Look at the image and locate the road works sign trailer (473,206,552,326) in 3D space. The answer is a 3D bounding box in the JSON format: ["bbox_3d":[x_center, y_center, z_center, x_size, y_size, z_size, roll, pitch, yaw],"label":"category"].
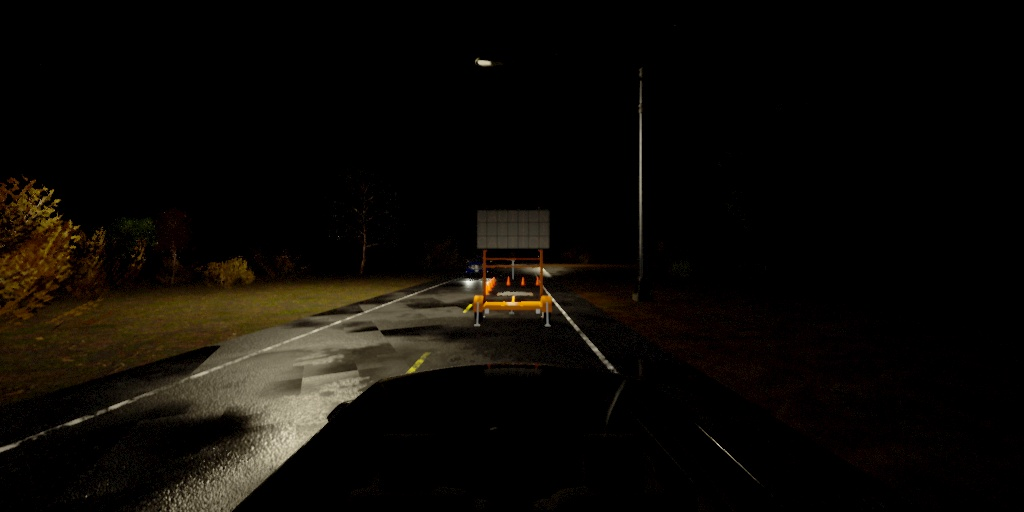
[{"bbox_3d":[0.036,0.210,11.589,2.380,3.560,2.880,0,0,1],"label":"road works sign trailer"}]

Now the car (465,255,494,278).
[{"bbox_3d":[-2.983,0.956,34.124,2.150,2.045,5.566,0,0,2],"label":"car"}]
